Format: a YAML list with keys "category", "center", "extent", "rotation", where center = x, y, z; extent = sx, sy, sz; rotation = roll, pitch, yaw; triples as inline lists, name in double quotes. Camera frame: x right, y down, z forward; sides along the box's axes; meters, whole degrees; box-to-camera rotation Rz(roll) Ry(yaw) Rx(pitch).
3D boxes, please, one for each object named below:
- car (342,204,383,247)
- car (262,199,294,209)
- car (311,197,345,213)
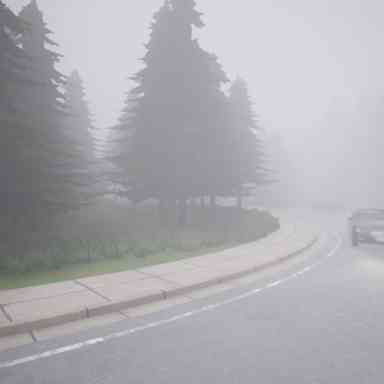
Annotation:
- category: "car"
  center: [7.991, 1.491, 14.673]
  extent: [2.128, 1.511, 4.902]
  rotation: [0, 0, 23]
- category: "car"
  center: [11.892, 1.601, 46.326]
  extent: [1.895, 1.301, 4.718]
  rotation: [0, 0, -26]
- category: "car"
  center: [14.830, 1.351, 36.365]
  extent: [2.097, 1.767, 4.553]
  rotation: [0, 0, -4]
